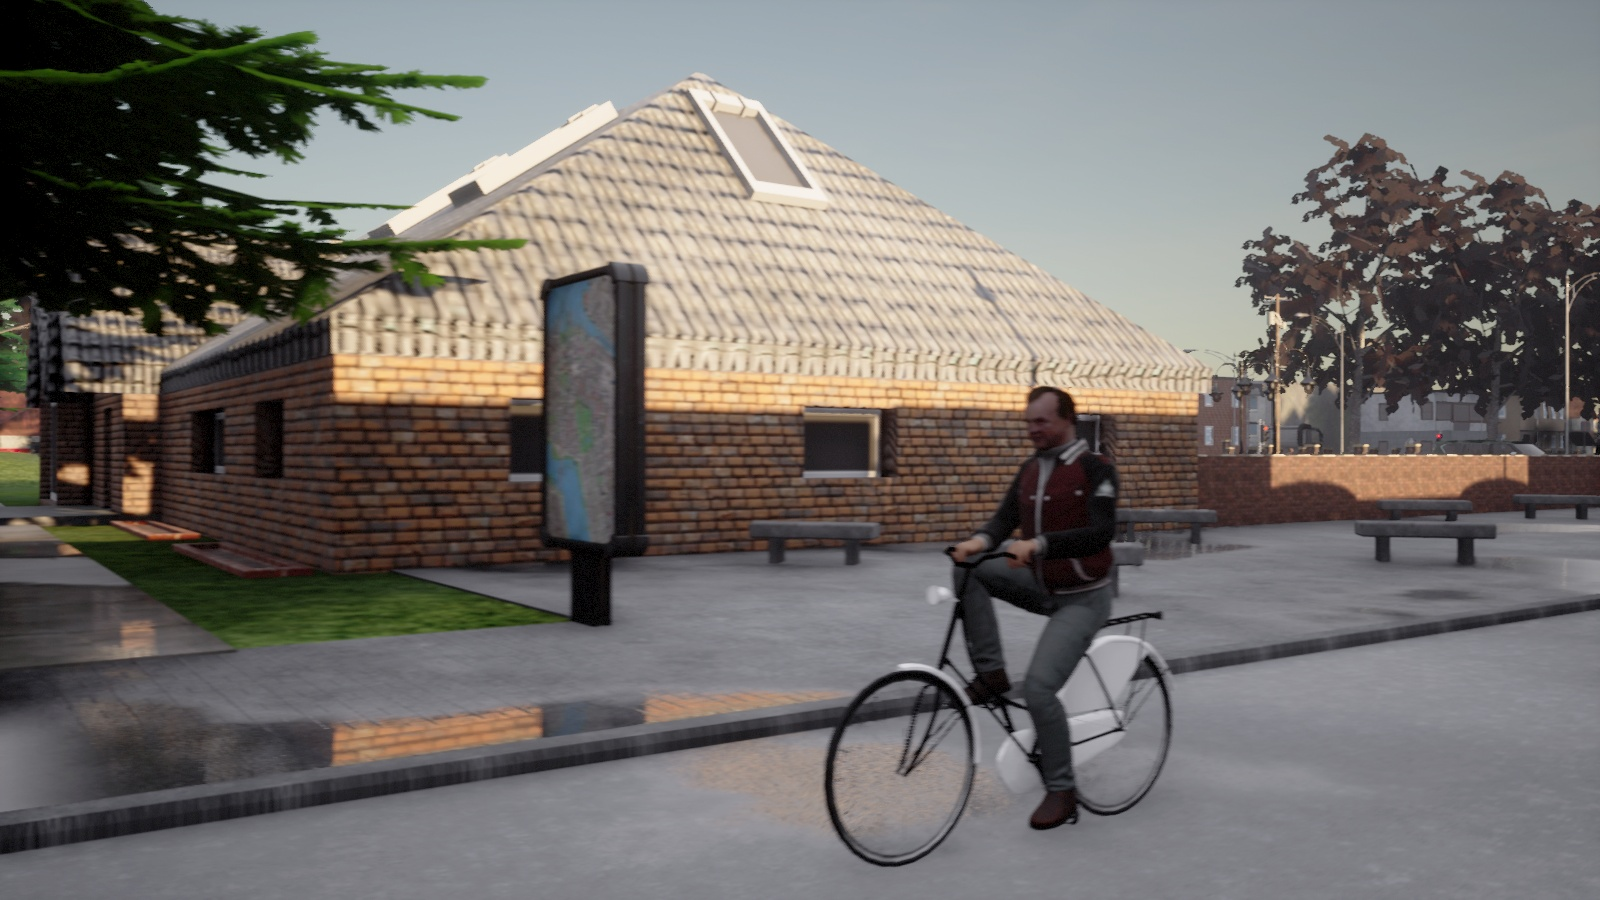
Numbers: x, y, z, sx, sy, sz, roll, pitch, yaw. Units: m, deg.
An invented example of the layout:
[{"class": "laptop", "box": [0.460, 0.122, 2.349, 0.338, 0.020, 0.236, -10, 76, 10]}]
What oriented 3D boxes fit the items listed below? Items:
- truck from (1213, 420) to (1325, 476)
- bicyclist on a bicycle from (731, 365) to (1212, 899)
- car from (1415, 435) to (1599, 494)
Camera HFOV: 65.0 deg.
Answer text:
[{"class": "truck", "box": [30.140, -0.104, 80.531, 7.936, 3.462, 2.891, 0, 0, -37]}, {"class": "bicyclist on a bicycle", "box": [0.697, 0.626, 4.752, 1.843, 1.776, 0.659, 0, 0, -35]}, {"class": "car", "box": [26.075, 0.522, 46.480, 2.150, 2.045, 5.566, 0, 0, -35]}]
